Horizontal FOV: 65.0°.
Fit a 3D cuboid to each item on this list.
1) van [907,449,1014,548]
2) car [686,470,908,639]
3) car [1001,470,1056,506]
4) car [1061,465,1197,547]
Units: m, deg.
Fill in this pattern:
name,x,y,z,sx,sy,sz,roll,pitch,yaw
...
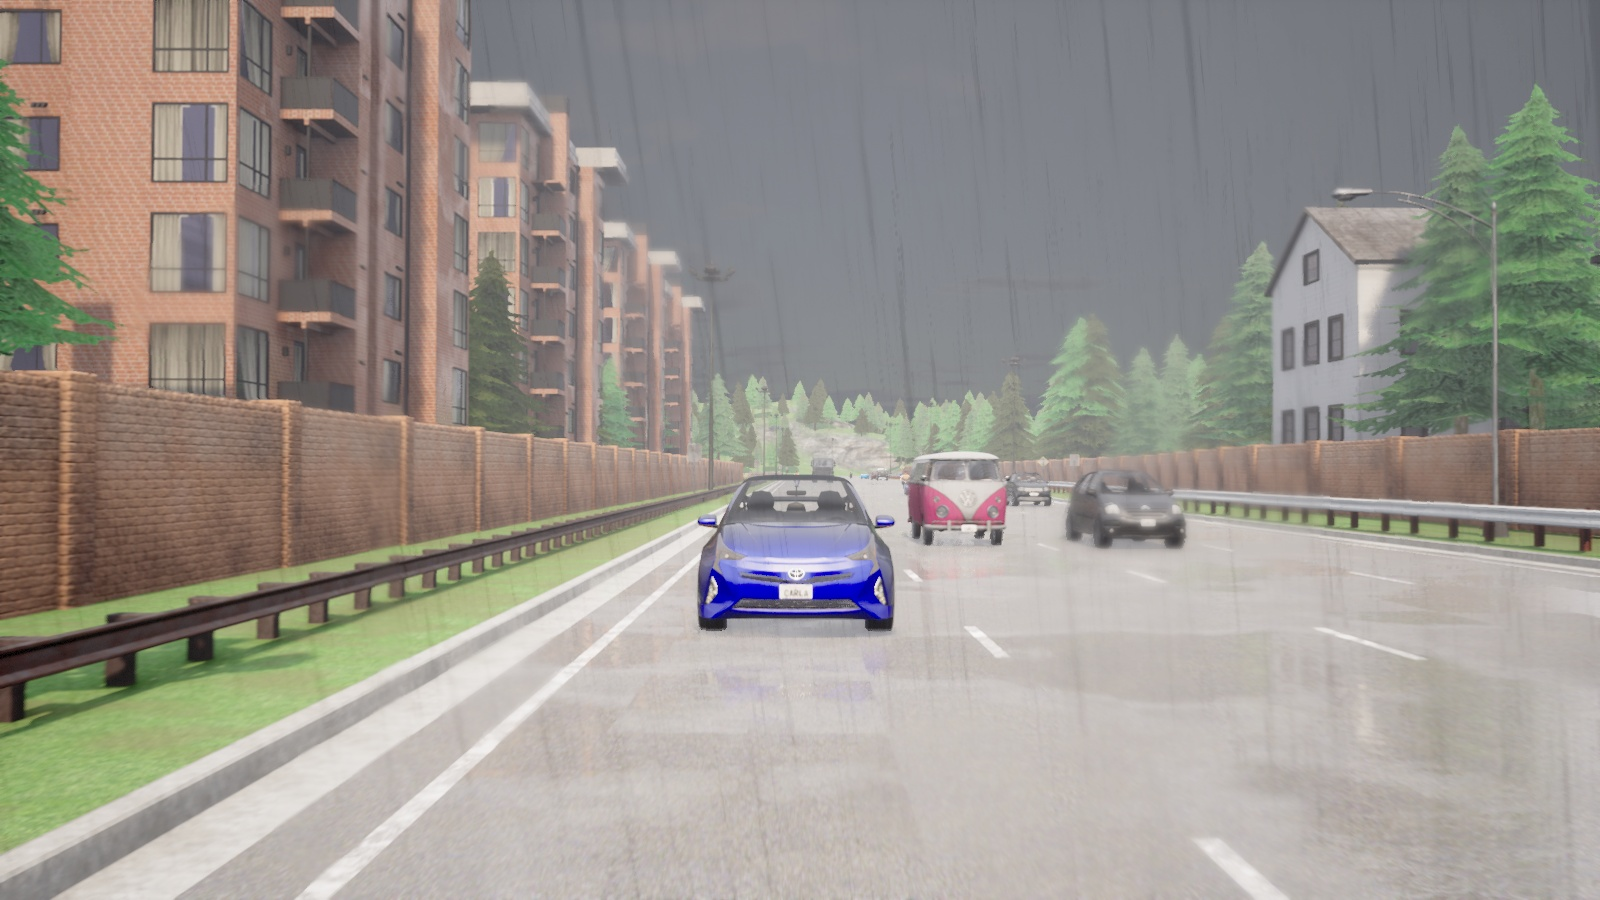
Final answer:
name,x,y,z,sx,sy,sz,roll,pitch,yaw
van,3.433,1.017,27.667,1.775,1.987,4.442,0,-1,0
car,-0.034,0.991,13.668,2.007,1.525,4.514,0,-1,0
car,10.361,1.709,57.166,1.789,1.549,3.705,0,-1,0
car,6.932,1.135,26.865,1.851,1.617,3.988,0,-1,0
